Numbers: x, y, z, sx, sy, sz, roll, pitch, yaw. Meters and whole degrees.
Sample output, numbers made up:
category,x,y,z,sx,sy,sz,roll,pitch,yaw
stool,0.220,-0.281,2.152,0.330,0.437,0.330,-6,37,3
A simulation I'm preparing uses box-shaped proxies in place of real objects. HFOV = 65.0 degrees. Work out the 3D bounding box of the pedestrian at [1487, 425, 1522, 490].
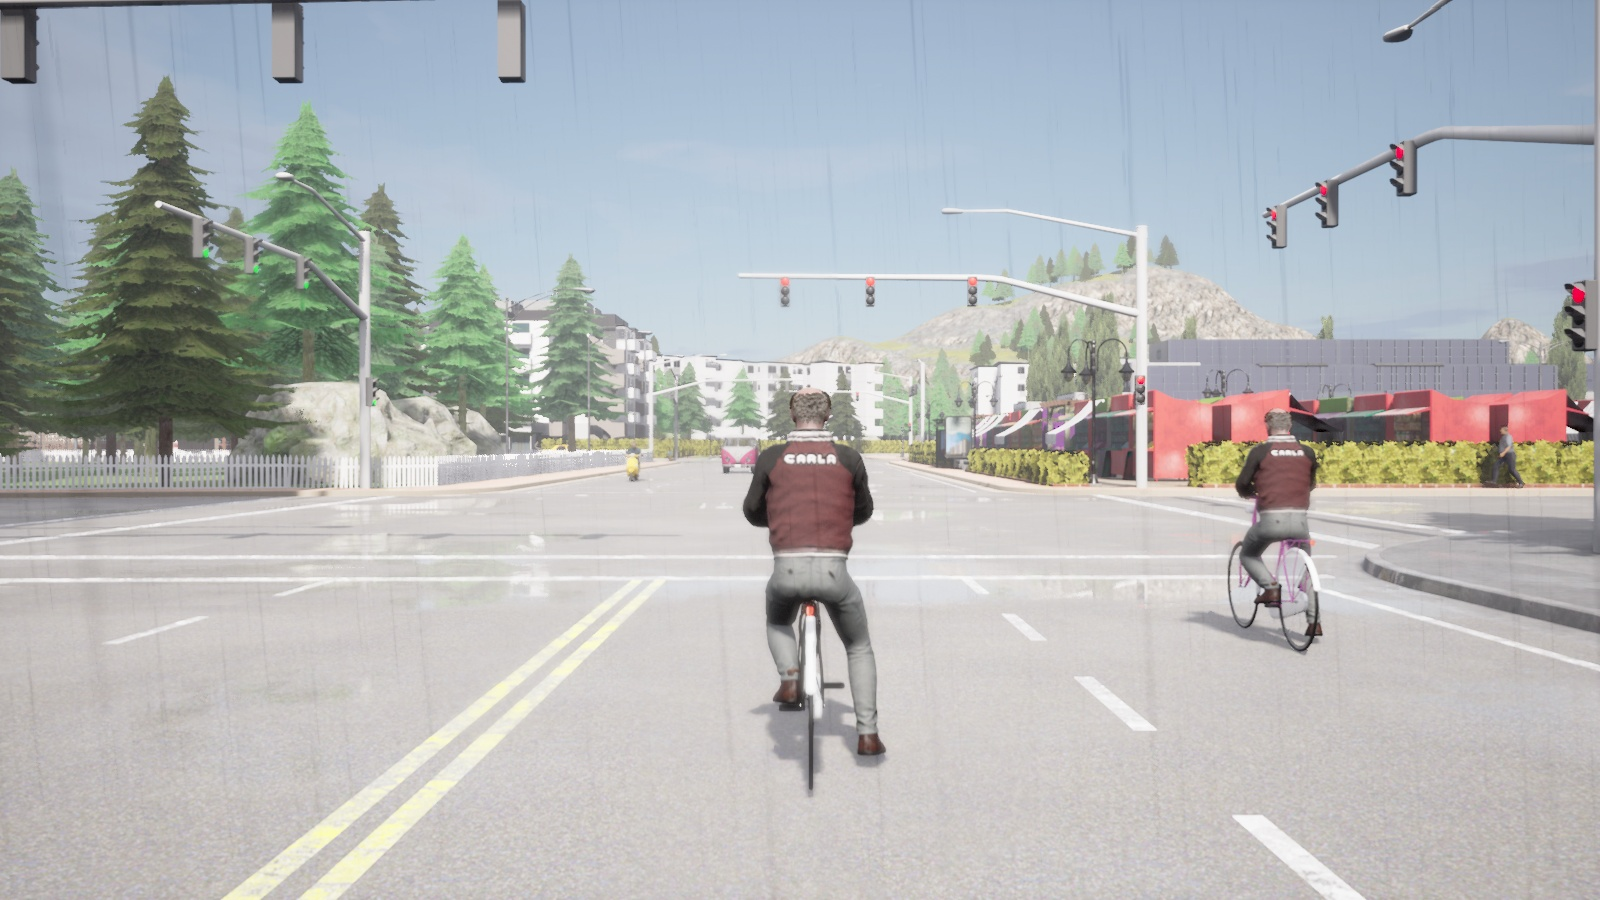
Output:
category,x,y,z,sx,sy,sz,roll,pitch,yaw
pedestrian,19.965,0.211,35.588,0.694,1.848,0.540,0,0,2

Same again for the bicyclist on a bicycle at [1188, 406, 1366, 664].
category,x,y,z,sx,sy,sz,roll,pitch,yaw
bicyclist on a bicycle,3.568,0.580,9.566,0.659,1.776,1.843,0,0,0

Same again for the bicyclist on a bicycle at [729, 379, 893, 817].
category,x,y,z,sx,sy,sz,roll,pitch,yaw
bicyclist on a bicycle,0.049,0.592,6.005,0.659,1.776,1.843,0,0,0

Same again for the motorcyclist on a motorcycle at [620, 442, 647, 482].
category,x,y,z,sx,sy,sz,roll,pitch,yaw
motorcyclist on a motorcycle,-6.704,0.481,50.597,0.866,1.590,1.817,0,0,0

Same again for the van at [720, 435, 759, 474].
category,x,y,z,sx,sy,sz,roll,pitch,yaw
van,-3.122,0.220,65.411,1.775,1.987,4.442,0,0,0
